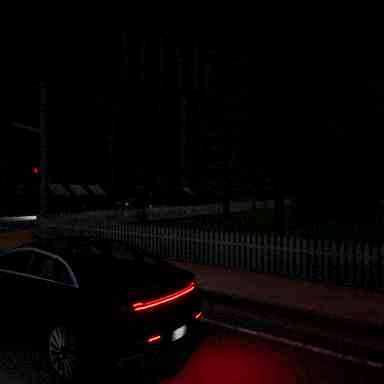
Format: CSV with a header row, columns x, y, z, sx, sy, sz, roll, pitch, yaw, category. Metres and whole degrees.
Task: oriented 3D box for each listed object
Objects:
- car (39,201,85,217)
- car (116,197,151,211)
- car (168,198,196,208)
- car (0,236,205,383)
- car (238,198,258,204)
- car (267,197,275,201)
x,y,z,sx,sy,sz,roll,pitch,yaw,category
-12.377,1.564,31.861,1.994,1.385,4.181,0,0,34,car
-6.960,1.352,39.885,2.097,1.767,4.553,0,0,34,car
-1.402,1.601,48.105,1.895,1.301,4.718,0,0,34,car
-2.118,1.491,5.451,4.902,1.511,2.128,0,0,36,car
9.854,1.601,58.202,1.895,1.301,4.718,0,0,34,car
15.208,1.547,59.887,2.033,1.411,5.357,0,0,34,car
